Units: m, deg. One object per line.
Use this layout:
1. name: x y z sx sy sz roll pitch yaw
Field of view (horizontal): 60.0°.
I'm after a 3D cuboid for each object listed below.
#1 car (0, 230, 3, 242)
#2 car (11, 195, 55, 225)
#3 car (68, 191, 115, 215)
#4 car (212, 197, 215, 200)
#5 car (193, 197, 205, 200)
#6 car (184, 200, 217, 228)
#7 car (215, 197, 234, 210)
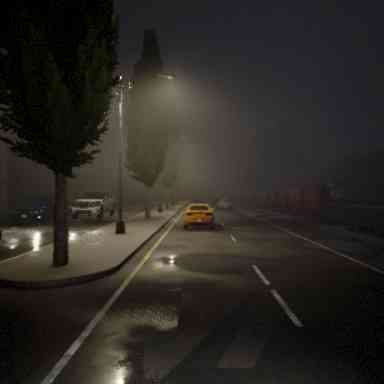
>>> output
1. car: -7.953 1.608 10.022 1.895 1.301 4.718 0 0 1
2. car: -11.086 1.263 24.853 2.150 2.045 5.566 0 0 1
3. car: -7.551 0.876 25.939 2.150 2.045 5.566 0 0 1
4. car: 4.714 1.682 61.756 1.812 1.442 4.674 0 0 1
5. car: 1.138 1.615 56.997 1.882 1.535 5.008 0 0 1
6. car: 0.483 1.532 22.461 1.882 1.535 5.008 0 0 1
7. car: 4.402 1.640 44.556 1.812 1.442 4.674 0 0 1
